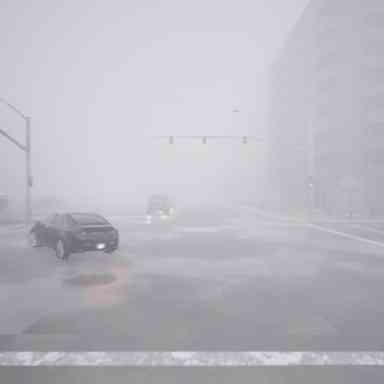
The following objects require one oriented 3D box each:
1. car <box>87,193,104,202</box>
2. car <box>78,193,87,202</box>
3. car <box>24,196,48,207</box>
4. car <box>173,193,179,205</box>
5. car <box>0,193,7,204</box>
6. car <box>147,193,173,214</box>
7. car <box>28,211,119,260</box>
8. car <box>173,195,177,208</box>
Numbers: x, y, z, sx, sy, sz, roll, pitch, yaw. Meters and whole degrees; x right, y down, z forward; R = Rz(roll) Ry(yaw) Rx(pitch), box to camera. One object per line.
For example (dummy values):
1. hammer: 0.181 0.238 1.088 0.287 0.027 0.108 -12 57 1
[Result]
1. car: -21.063 1.239 73.741 1.932 1.855 4.605 0 0 0
2. car: -23.957 1.242 73.805 1.905 1.878 3.866 0 0 0
3. car: -26.722 1.460 56.347 1.970 1.475 3.806 0 0 0
4. car: -3.523 1.294 62.339 2.150 2.045 5.566 0 0 0
5. car: -43.581 1.241 73.834 1.905 1.878 3.866 0 0 0
6. car: -3.591 1.264 36.519 2.150 2.045 5.566 0 0 0
7. car: -4.562 1.490 12.525 1.837 1.490 4.892 3 -2 -42
8. car: -3.577 1.561 47.843 1.837 1.490 4.892 0 0 0
